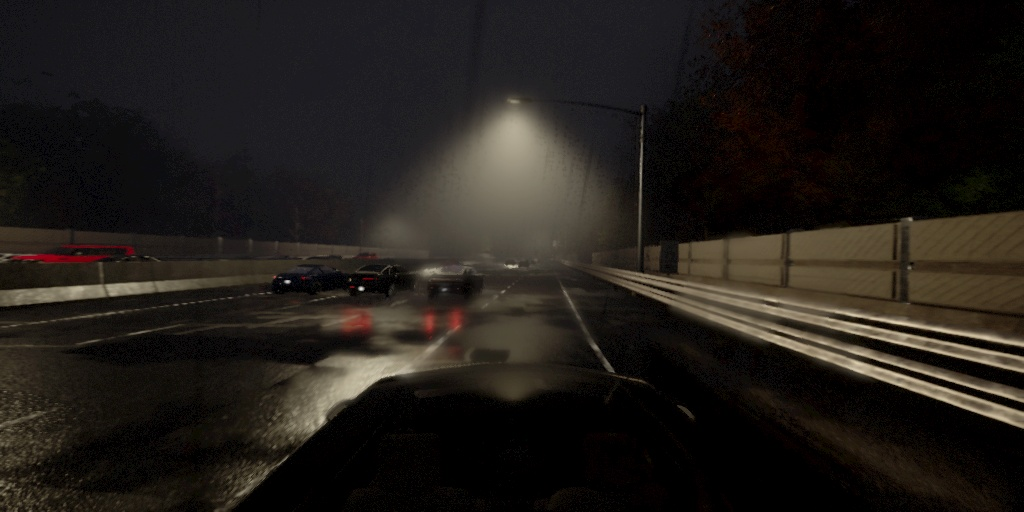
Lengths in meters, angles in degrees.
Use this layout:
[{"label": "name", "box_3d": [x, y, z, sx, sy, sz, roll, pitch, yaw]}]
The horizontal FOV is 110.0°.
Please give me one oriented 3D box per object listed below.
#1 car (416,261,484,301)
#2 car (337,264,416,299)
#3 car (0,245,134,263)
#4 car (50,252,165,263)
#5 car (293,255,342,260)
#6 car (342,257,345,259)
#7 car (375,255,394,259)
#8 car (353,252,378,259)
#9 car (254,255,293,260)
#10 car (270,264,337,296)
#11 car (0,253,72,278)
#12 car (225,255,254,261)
[{"label": "car", "box_3d": [-2.540, 1.193, 17.124, 2.128, 1.511, 4.902, 1, 0, 6]}, {"label": "car", "box_3d": [-6.037, 1.121, 17.309, 1.837, 1.490, 4.892, 1, 0, 6]}, {"label": "car", "box_3d": [-26.727, 0.327, 22.173, 2.150, 2.045, 5.566, 1, 0, 6]}, {"label": "car", "box_3d": [-23.294, 0.693, 21.444, 1.837, 1.490, 4.892, 1, 0, 6]}, {"label": "car", "box_3d": [-21.461, 0.755, 39.821, 1.837, 1.490, 4.892, 1, 0, 6]}, {"label": "car", "box_3d": [-27.051, 0.644, 54.226, 1.837, 1.490, 4.892, 1, 0, 6]}, {"label": "car", "box_3d": [-19.677, 0.874, 57.638, 1.994, 1.385, 4.181, 1, 0, 6]}, {"label": "car", "box_3d": [-23.235, 0.443, 57.119, 2.150, 2.045, 5.566, 1, 0, 6]}, {"label": "car", "box_3d": [-25.034, 0.652, 39.265, 2.128, 1.511, 4.902, 1, 0, 6]}, {"label": "car", "box_3d": [-9.534, 1.092, 17.515, 1.994, 1.385, 4.181, 1, 0, 6]}, {"label": "car", "box_3d": [-30.316, 0.538, 21.521, 1.812, 1.442, 4.674, 1, 0, 6]}, {"label": "car", "box_3d": [-28.639, 0.633, 38.454, 1.994, 1.385, 4.181, 1, 0, 6]}]
